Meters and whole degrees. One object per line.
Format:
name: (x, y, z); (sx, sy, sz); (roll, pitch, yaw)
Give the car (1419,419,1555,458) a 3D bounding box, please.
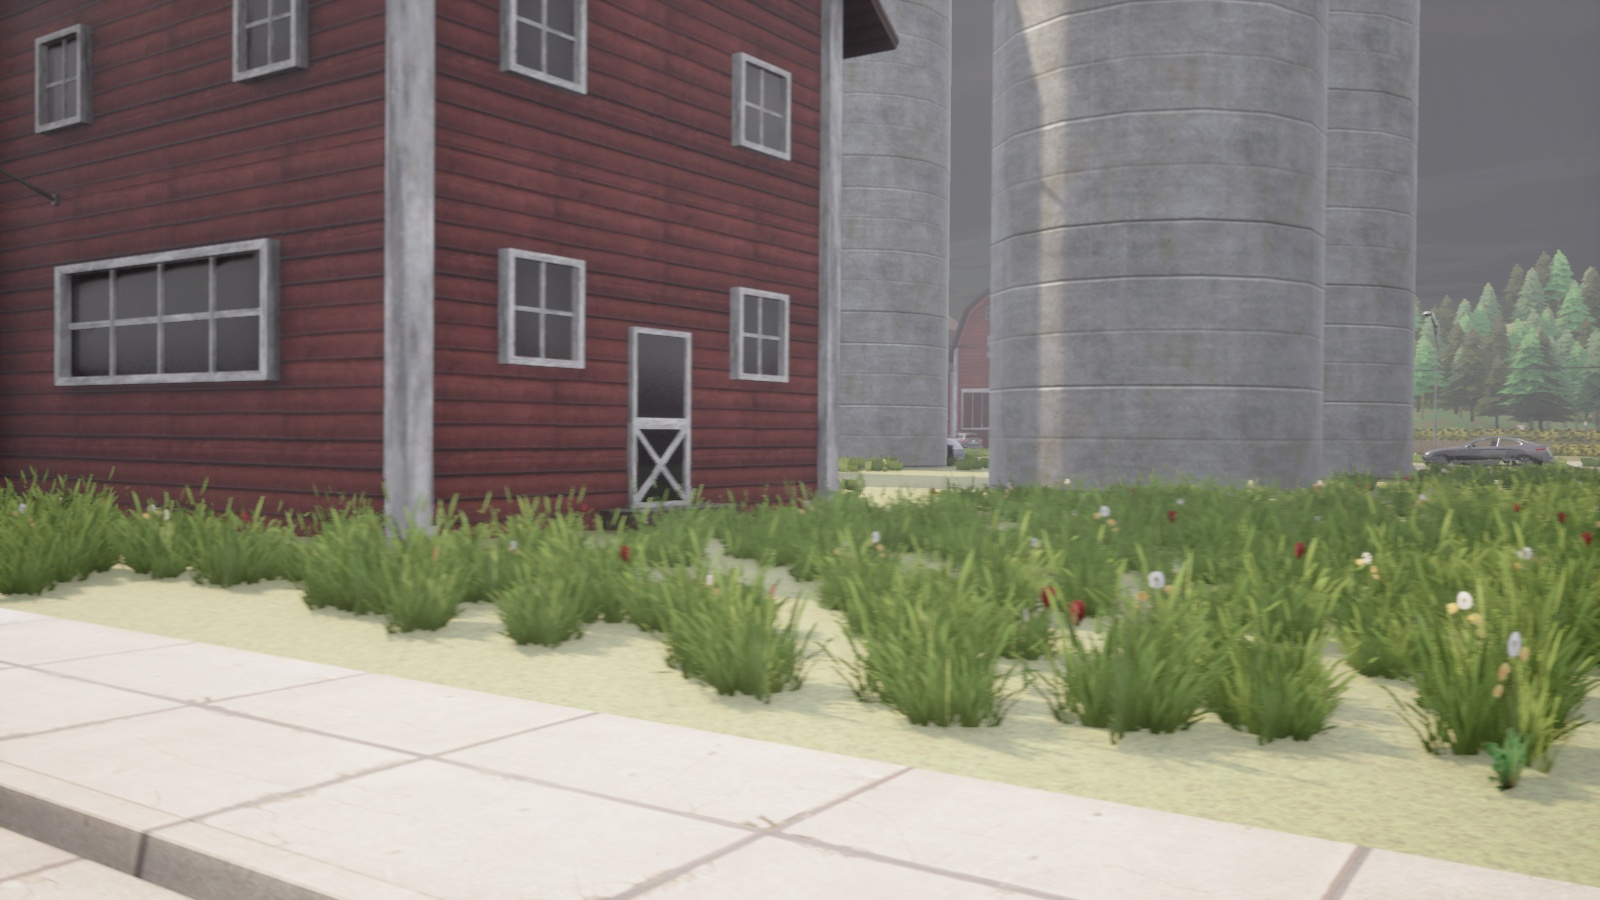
car: (30.047, -0.489, 54.975); (5.027, 1.651, 2.152); (0, 1, 34)
